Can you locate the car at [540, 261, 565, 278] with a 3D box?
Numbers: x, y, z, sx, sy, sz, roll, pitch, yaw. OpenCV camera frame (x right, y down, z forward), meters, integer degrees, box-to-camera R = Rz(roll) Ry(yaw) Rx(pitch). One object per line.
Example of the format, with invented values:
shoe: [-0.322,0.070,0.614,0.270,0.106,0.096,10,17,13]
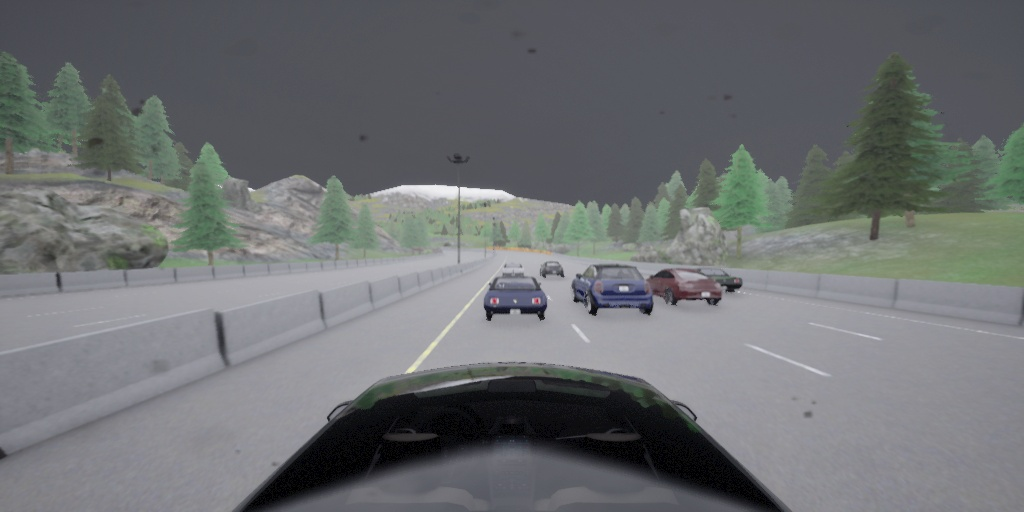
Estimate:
car: [3.601,1.196,32.699,1.812,1.442,4.674,0,0,0]

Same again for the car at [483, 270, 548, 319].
car: [0.100,1.323,12.566,1.895,1.301,4.718,0,0,0]

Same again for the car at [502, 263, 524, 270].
car: [0.100,1.274,31.717,1.895,1.301,4.718,0,0,0]

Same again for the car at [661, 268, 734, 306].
car: [7.100,1.241,15.427,1.812,1.442,4.674,0,0,0]

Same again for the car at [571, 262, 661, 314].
car: [3.600,1.071,13.666,2.097,1.767,4.553,0,0,0]

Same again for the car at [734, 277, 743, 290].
car: [10.600,1.304,20.149,1.895,1.301,4.718,0,0,0]
